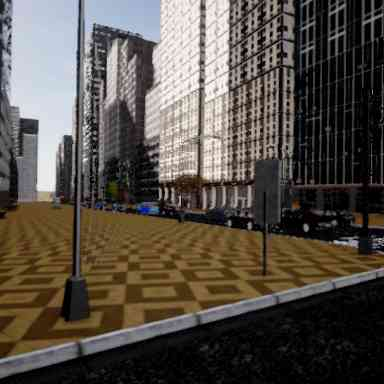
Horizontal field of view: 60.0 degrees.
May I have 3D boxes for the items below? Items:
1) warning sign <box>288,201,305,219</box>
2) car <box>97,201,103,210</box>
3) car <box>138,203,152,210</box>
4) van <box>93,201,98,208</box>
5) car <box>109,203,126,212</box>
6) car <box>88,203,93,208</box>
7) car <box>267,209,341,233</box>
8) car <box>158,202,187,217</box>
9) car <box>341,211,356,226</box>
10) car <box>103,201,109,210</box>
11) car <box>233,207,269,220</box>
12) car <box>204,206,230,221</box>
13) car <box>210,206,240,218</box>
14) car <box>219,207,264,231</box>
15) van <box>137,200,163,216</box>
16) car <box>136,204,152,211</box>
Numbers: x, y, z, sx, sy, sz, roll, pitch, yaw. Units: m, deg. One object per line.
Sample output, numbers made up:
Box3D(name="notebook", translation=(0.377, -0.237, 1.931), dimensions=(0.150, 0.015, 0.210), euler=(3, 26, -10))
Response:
Box3D(name="warning sign", translation=(11.010, 1.920, 35.202), dimensions=(1.300, 1.860, 1.060), euler=(2, -1, -26))
Box3D(name="car", translation=(-18.060, 3.047, 70.130), dimensions=(1.887, 1.381, 4.507), euler=(0, -1, -26))
Box3D(name="car", translation=(-10.530, 3.233, 73.804), dimensions=(1.802, 1.307, 4.206), euler=(0, -1, -26))
Box3D(name="van", translation=(-20.529, 2.960, 75.186), dimensions=(1.690, 1.788, 3.998), euler=(0, -1, -26))
Box3D(name="car", translation=(-13.123, 2.821, 60.023), dimensions=(2.008, 1.369, 4.403), euler=(0, -1, -26))
Box3D(name="car", translation=(-25.465, 3.399, 85.288), dimensions=(1.887, 1.381, 4.507), euler=(0, -1, -26))
Box3D(name="car", translation=(7.637, 1.987, 23.432), dimensions=(1.837, 1.490, 4.892), euler=(1, -2, -26))
Box3D(name="car", translation=(-2.363, 2.435, 43.954), dimensions=(1.837, 1.490, 4.892), euler=(1, -2, -26))
Box3D(name="car", translation=(11.687, 2.187, 28.324), dimensions=(2.008, 1.369, 4.403), euler=(0, -1, -26))
Box3D(name="car", translation=(-15.517, 2.907, 64.924), dimensions=(1.752, 1.417, 4.829), euler=(0, -1, -26))
Box3D(name="car", translation=(6.750, 2.421, 38.431), dimensions=(1.947, 1.339, 4.313), euler=(0, -1, -26))
Box3D(name="car", translation=(3.155, 2.229, 32.628), dimensions=(2.033, 1.411, 5.357), euler=(1, -2, -26))
Box3D(name="car", translation=(4.281, 2.532, 43.485), dimensions=(1.947, 1.339, 4.313), euler=(0, -1, -26))
Box3D(name="car", translation=(4.157, 2.038, 24.649), dimensions=(2.008, 1.369, 4.403), euler=(0, -1, -26))
Box3D(name="van", translation=(-5.719, 2.270, 44.867), dimensions=(1.690, 1.788, 3.998), euler=(0, -1, -26))
Box3D(name="car", translation=(-9.603, 3.053, 66.025), dimensions=(1.895, 1.301, 4.718), euler=(1, -2, -26))
